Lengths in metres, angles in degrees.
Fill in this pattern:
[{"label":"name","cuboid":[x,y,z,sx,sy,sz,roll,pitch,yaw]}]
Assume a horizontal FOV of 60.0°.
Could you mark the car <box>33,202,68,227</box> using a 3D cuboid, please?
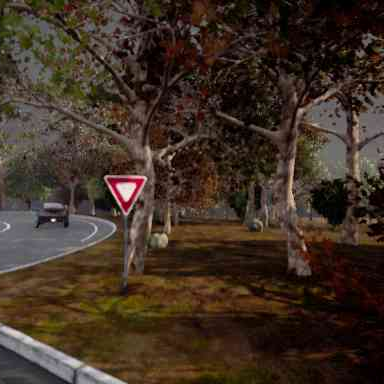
[{"label":"car","cuboid":[-9.436,1.440,22.278,1.837,1.490,4.892,2,-1,-26]}]
